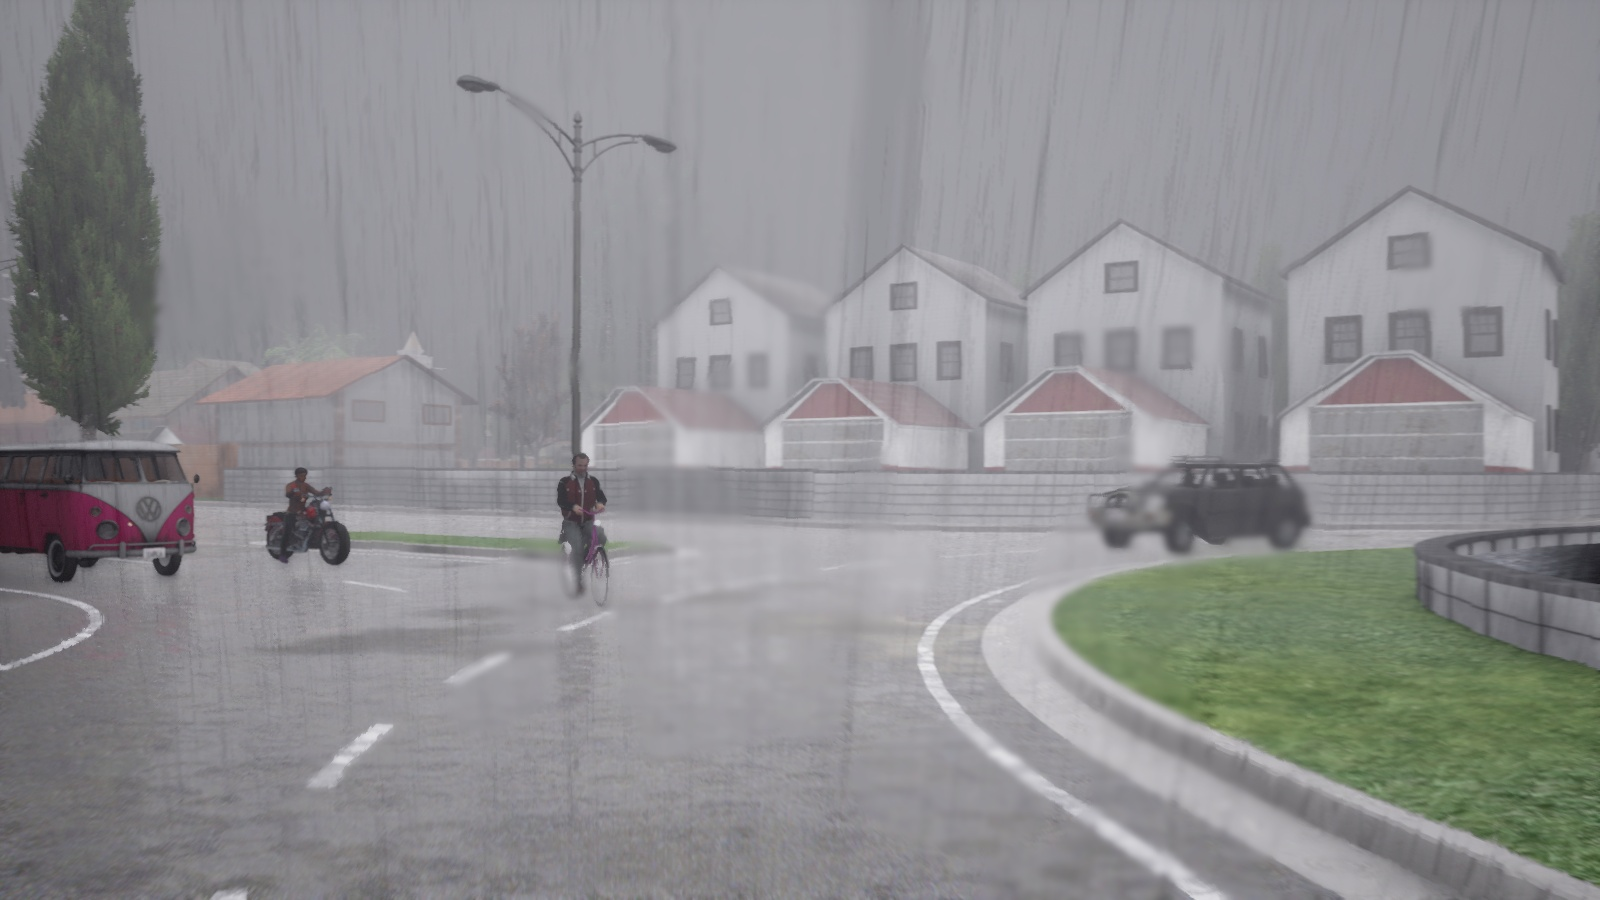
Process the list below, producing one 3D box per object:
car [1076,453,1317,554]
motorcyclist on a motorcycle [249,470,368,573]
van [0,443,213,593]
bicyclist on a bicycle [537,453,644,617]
[{"bbox_3d":[7.916,1.007,24.965,4.605,1.855,1.932,0,-1,-30],"label":"car"},{"bbox_3d":[-8.311,1.165,21.188,2.350,1.649,0.766,-1,-1,37],"label":"motorcyclist on a motorcycle"},{"bbox_3d":[-10.764,0.938,18.683,4.442,1.987,1.775,-1,-1,36],"label":"van"},{"bbox_3d":[-2.463,0.943,14.605,0.659,1.776,1.843,-1,-1,-27],"label":"bicyclist on a bicycle"}]
